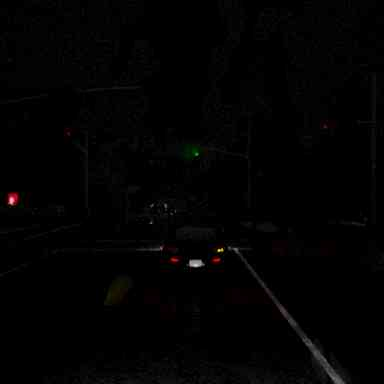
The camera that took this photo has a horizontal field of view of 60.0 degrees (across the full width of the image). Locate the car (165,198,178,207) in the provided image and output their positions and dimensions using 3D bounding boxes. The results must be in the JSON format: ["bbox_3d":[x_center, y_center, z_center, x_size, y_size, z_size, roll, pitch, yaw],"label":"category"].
[{"bbox_3d":[-3.568,1.769,58.721,1.812,1.442,4.674,0,0,1],"label":"car"}]

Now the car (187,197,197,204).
[{"bbox_3d":[-0.005,1.846,77.310,2.128,1.511,4.902,0,0,0],"label":"car"}]

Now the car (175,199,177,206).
[{"bbox_3d":[-3.596,1.728,48.644,1.812,1.442,4.674,0,0,0],"label":"car"}]

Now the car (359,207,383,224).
[{"bbox_3d":[15.537,1.633,25.094,5.357,1.411,2.033,0,0,-7],"label":"car"}]

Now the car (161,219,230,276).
[{"bbox_3d":[0.096,1.569,10.339,1.812,1.442,4.674,0,0,0],"label":"car"}]

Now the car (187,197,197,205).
[{"bbox_3d":[0.018,1.880,67.200,1.895,1.301,4.718,0,0,0],"label":"car"}]

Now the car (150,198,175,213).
[{"bbox_3d":[-3.594,1.513,38.811,2.097,1.767,4.553,0,0,2],"label":"car"}]
